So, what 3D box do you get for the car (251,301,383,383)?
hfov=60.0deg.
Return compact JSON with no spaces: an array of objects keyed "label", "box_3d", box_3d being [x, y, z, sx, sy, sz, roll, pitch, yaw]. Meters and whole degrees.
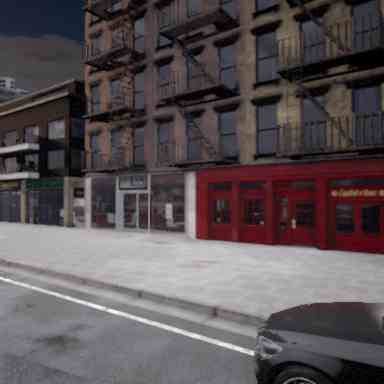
[{"label":"car","box_3d":[2.814,1.584,2.852,4.674,1.442,1.812,-1,-1,36]}]
